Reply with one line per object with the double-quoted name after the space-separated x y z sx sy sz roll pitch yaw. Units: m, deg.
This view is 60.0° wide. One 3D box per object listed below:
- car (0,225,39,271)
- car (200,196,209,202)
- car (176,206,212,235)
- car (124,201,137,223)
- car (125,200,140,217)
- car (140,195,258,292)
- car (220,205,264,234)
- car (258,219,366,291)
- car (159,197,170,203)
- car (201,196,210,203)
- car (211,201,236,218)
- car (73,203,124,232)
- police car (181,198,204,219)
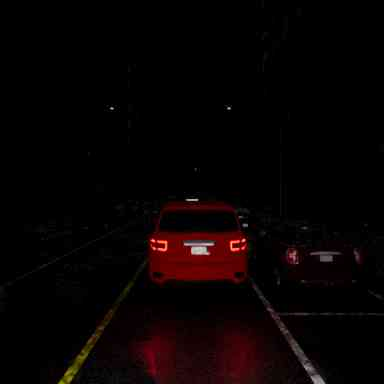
-5.667 1.581 9.013 1.802 1.307 4.206 0 0 0 "car"
2.948 1.612 78.922 2.008 1.369 4.403 0 0 0 "car"
0.109 1.601 19.863 1.895 1.301 4.718 0 0 0 "car"
-5.659 1.583 25.517 1.802 1.307 4.206 0 0 0 "car"
-5.656 1.442 31.019 1.967 1.590 4.097 0 0 0 "car"
0.108 1.221 9.093 2.150 2.045 5.566 0 0 -1 "car"
2.864 1.551 20.012 2.008 1.369 4.403 0 0 0 "car"
2.858 1.439 9.009 1.967 1.590 4.097 0 0 0 "car"
-5.603 1.622 68.122 1.802 1.307 4.206 0 0 0 "car"
2.935 1.576 73.684 1.752 1.417 4.829 0 0 0 "car"
2.870 1.568 31.014 1.947 1.339 4.313 0 0 0 "car"
-5.661 1.566 20.016 1.947 1.339 4.313 0 0 0 "car"
0.015 1.427 30.127 1.930 1.638 5.238 0 0 0 "police car"
